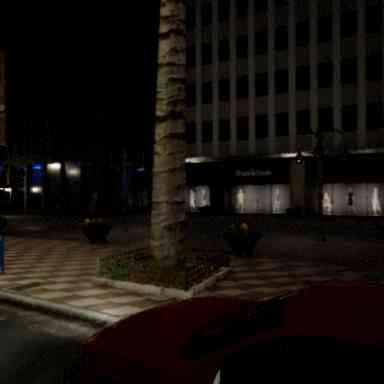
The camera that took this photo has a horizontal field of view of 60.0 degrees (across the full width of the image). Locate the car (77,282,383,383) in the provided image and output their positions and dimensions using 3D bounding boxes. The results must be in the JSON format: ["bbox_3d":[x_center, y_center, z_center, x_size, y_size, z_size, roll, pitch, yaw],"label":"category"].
[{"bbox_3d":[1.213,1.473,2.422,5.008,1.535,1.882,0,0,35],"label":"car"}]
